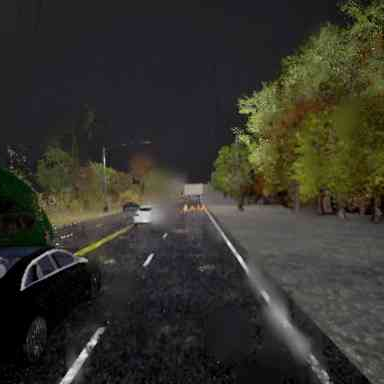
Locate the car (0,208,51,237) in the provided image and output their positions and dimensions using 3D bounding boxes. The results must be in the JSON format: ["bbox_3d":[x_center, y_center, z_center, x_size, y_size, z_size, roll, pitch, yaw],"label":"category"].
[{"bbox_3d":[-6.534,1.702,10.042,2.150,2.045,5.566,-4,-3,6],"label":"car"}]

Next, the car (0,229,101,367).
[{"bbox_3d":[-3.145,1.768,6.177,2.128,1.511,4.902,-3,0,0],"label":"car"}]

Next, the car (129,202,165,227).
[{"bbox_3d":[-3.008,1.659,23.794,1.812,1.442,4.674,0,0,0],"label":"car"}]

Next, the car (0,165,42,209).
[{"bbox_3d":[-7.494,0.711,13.760,2.045,2.150,5.566,-25,-27,0],"label":"car"}]

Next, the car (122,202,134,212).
[{"bbox_3d":[-9.441,2.267,50.981,1.837,1.490,4.892,-3,0,1],"label":"car"}]

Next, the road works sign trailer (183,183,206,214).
[{"bbox_3d":[0.207,0.736,39.588,2.380,3.560,2.880,-3,0,1],"label":"road works sign trailer"}]
